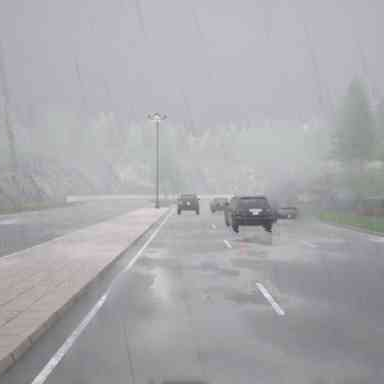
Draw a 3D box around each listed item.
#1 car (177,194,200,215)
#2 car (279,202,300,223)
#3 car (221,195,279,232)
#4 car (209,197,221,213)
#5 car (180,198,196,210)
[{"bbox_3d":[-0.367,1.221,34.337,2.150,2.045,5.566,0,0,0],"label":"car"},{"bbox_3d":[6.750,1.490,25.572,2.128,1.511,4.902,0,0,-1],"label":"car"},{"bbox_3d":[3.319,1.221,20.216,2.150,2.045,5.566,0,0,-1],"label":"car"},{"bbox_3d":[3.102,1.353,37.016,2.097,1.767,4.553,0,0,-1],"label":"car"},{"bbox_3d":[-0.485,1.547,44.521,2.033,1.411,5.357,0,0,0],"label":"car"}]
